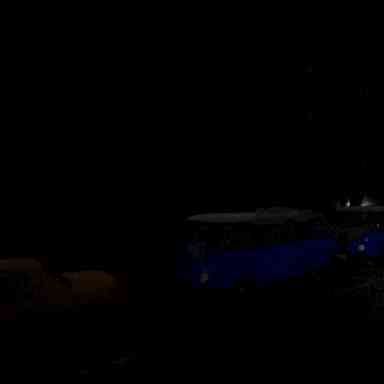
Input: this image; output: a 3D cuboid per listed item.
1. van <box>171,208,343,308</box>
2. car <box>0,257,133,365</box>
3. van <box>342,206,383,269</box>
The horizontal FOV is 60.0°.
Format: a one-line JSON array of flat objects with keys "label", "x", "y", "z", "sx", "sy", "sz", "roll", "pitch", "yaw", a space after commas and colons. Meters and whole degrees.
[{"label": "van", "x": 1.485, "y": 1.342, "z": 7.606, "sx": 3.998, "sy": 1.788, "sz": 1.690, "roll": 0, "pitch": -1, "yaw": -35}, {"label": "car", "x": -3.200, "y": 1.525, "z": 4.262, "sx": 4.829, "sy": 1.417, "sz": 1.752, "roll": 0, "pitch": -1, "yaw": -35}, {"label": "van", "x": 6.033, "y": 1.342, "z": 10.850, "sx": 3.998, "sy": 1.788, "sz": 1.690, "roll": 0, "pitch": -1, "yaw": -35}]
